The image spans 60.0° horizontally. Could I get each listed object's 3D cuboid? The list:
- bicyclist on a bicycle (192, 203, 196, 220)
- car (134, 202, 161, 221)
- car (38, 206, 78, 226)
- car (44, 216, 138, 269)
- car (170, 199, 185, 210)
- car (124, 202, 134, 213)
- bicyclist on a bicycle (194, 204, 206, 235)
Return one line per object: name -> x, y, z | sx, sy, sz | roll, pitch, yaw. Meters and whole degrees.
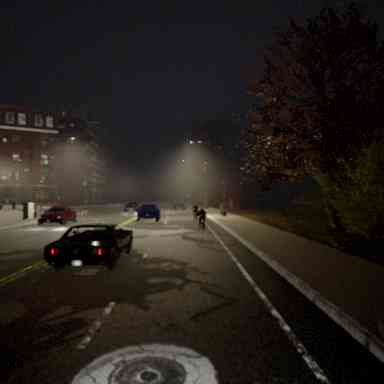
bicyclist on a bicycle -> 0.261, 1.767, 28.378 | 0.582, 1.620, 1.656 | 0, -1, -2
car -> -3.891, 1.821, 30.704 | 1.882, 1.535, 5.008 | 0, -1, -3
car -> -10.394, 1.825, 26.116 | 1.812, 1.442, 4.674 | 0, -1, -2
car -> -3.277, 1.734, 11.593 | 1.895, 1.301, 4.718 | 0, -1, -1
car -> -2.189, 2.107, 55.224 | 1.837, 1.490, 4.892 | 0, -1, -5
car -> -8.025, 2.062, 44.980 | 1.812, 1.442, 4.674 | 0, -1, -4
bicyclist on a bicycle -> 0.585, 1.668, 19.296 | 0.582, 1.620, 1.656 | 0, -1, -2
